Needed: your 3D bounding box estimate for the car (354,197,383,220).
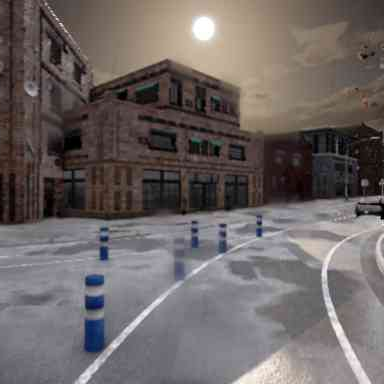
[{"bbox_3d":[13.274,1.095,23.972,2.128,1.511,4.902,1,2,42],"label":"car"}]
